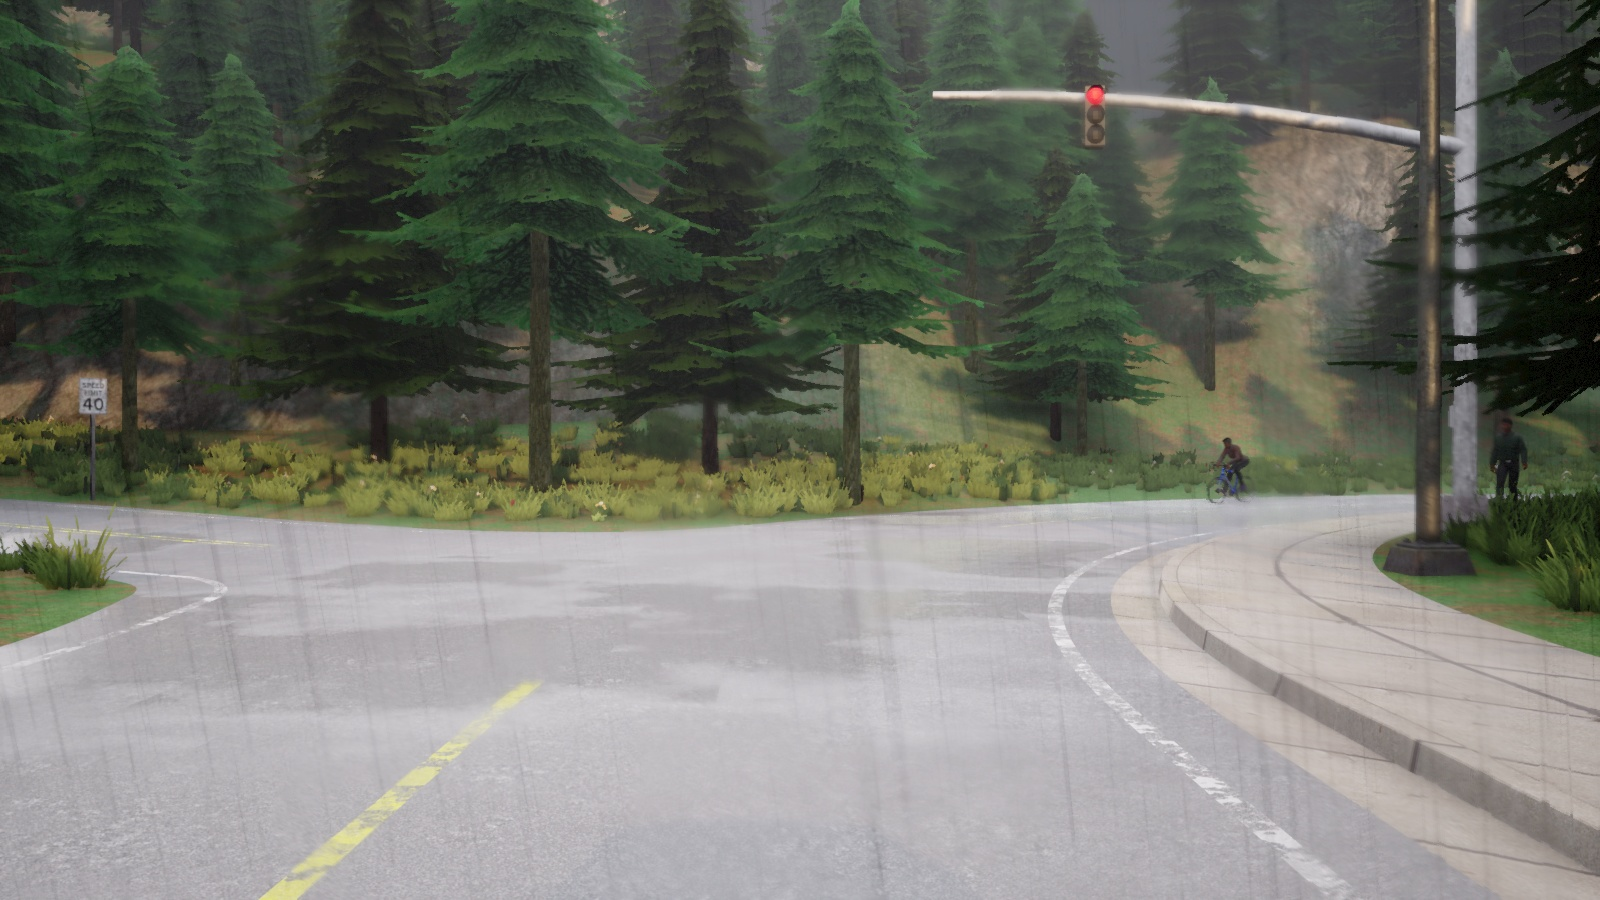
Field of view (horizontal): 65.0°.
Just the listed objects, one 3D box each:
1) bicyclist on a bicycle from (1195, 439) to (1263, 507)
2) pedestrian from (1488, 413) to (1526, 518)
[{"bbox_3d":[10.395,0.536,30.421,1.656,1.620,0.582,0,1,-29],"label":"bicyclist on a bicycle"},{"bbox_3d":[13.329,0.286,23.676,0.788,1.949,0.423,0,0,-44],"label":"pedestrian"}]
